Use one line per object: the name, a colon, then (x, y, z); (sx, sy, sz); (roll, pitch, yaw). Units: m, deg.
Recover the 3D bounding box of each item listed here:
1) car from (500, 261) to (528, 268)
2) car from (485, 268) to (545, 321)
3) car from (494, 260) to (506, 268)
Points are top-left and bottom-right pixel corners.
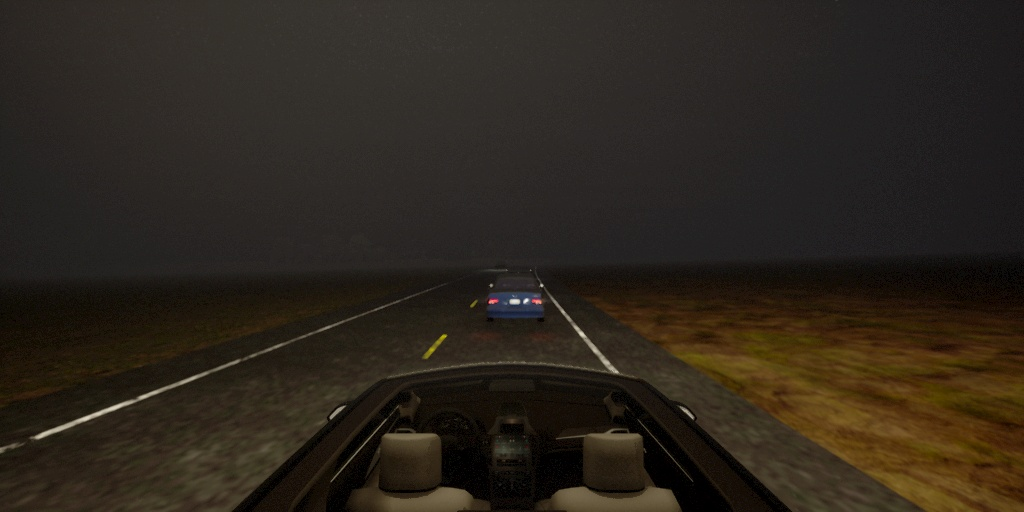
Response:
car: (0.503, 1.351, 27.455); (2.033, 1.411, 5.357); (0, 0, 2)
car: (0.143, 1.322, 12.489); (2.033, 1.411, 5.357); (0, 0, 1)
car: (-1.624, 1.333, 56.801); (1.882, 1.535, 5.008); (0, 0, 4)
